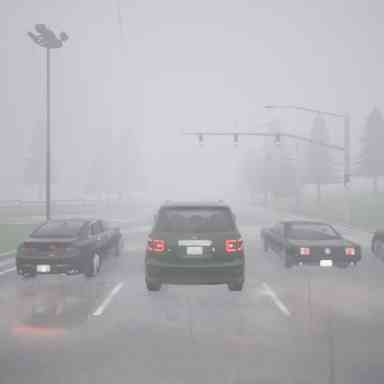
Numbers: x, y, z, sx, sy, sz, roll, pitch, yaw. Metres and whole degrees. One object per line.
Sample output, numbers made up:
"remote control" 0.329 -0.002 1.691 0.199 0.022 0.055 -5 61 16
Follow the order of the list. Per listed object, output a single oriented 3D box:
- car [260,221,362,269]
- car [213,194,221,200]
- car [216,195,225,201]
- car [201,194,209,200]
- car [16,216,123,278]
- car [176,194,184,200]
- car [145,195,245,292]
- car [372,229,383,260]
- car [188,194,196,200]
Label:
"car" 3.590 1.601 11.079 1.895 1.301 4.718 0 0 0
"car" 7.073 1.385 93.441 1.994 1.385 4.181 0 0 0
"car" 7.066 1.544 83.405 1.994 1.385 4.181 0 0 0
"car" 3.573 1.310 93.444 1.882 1.535 5.008 0 0 0
"car" -3.418 1.506 10.113 1.837 1.490 4.892 0 0 0
"car" -3.427 1.372 93.449 2.033 1.411 5.357 0 0 0
"car" 0.077 1.222 9.095 2.150 2.045 5.566 0 0 0
"car" 7.080 1.492 9.502 2.128 1.511 4.902 0 0 0
"car" 0.073 1.357 93.447 2.128 1.511 4.902 0 0 0
